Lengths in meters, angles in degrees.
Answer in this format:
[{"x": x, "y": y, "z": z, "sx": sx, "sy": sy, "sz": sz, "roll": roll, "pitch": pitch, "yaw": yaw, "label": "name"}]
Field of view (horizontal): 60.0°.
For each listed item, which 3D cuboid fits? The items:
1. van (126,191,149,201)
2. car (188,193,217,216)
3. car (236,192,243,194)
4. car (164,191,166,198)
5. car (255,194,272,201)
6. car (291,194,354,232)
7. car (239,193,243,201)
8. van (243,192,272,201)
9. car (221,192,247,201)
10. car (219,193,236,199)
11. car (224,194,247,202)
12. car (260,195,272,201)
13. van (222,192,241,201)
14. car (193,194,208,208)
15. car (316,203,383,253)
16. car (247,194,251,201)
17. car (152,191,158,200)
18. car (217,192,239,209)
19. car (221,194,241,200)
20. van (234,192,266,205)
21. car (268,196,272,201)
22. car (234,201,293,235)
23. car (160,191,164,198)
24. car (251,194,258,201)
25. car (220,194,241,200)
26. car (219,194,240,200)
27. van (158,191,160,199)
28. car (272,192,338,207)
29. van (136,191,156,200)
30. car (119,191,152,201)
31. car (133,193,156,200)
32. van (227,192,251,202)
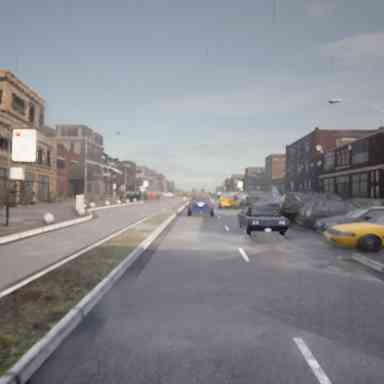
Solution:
[{"x": -11.089, "y": 0.837, "z": 67.796, "sx": 4.442, "sy": 1.987, "sz": 1.878, "roll": 1, "pitch": 0, "yaw": 2, "label": "van"}, {"x": 0.759, "y": 1.020, "z": 28.205, "sx": 2.097, "sy": 1.767, "sz": 4.553, "roll": 1, "pitch": 0, "yaw": 2, "label": "car"}, {"x": 8.754, "y": 0.947, "z": 45.312, "sx": 5.566, "sy": 2.045, "sz": 2.435, "roll": 1, "pitch": 0, "yaw": 1, "label": "car"}, {"x": -10.474, "y": 1.042, "z": 92.803, "sx": 5.008, "sy": 1.535, "sz": 2.097, "roll": 1, "pitch": 0, "yaw": 2, "label": "car"}, {"x": 8.355, "y": 1.225, "z": 28.777, "sx": 4.892, "sy": 1.521, "sz": 2.231, "roll": 1, "pitch": 0, "yaw": 1, "label": "car"}, {"x": 8.030, "y": 1.188, "z": 17.758, "sx": 4.553, "sy": 1.767, "sz": 2.185, "roll": 1, "pitch": 1, "yaw": 1, "label": "car"}, {"x": 8.710, "y": 1.234, "z": 42.553, "sx": 4.674, "sy": 1.452, "sz": 2.002, "roll": 1, "pitch": 0, "yaw": 1, "label": "car"}, {"x": 8.751, "y": 0.968, "z": 39.673, "sx": 4.442, "sy": 1.987, "sz": 1.878, "roll": 1, "pitch": 0, "yaw": 2, "label": "van"}, {"x": 9.543, "y": 1.039, "z": 75.634, "sx": 5.566, "sy": 2.045, "sz": 2.435, "roll": 1, "pitch": 0, "yaw": 1, "label": "car"}, {"x": 10.041, "y": 1.130, "z": 94.936, "sx": 4.553, "sy": 1.767, "sz": 2.185, "roll": 1, "pitch": 0, "yaw": 1, "label": "car"}, {"x": 9.467, "y": 1.318, "z": 72.878, "sx": 4.792, "sy": 1.488, "sz": 2.163, "roll": 1, "pitch": 0, "yaw": 1, "label": "car"}, {"x": 8.272, "y": 1.241, "z": 26.022, "sx": 5.008, "sy": 1.535, "sz": 2.097, "roll": 1, "pitch": 0, "yaw": 1, "label": "car"}, {"x": 9.598, "y": 1.061, "z": 81.151, "sx": 4.442, "sy": 1.987, "sz": 1.878, "roll": 1, "pitch": 0, "yaw": 1, "label": "van"}, {"x": 1.146, "y": 1.111, "z": 43.134, "sx": 1.882, "sy": 1.535, "sz": 5.008, "roll": 1, "pitch": 0, "yaw": 2, "label": "car"}, {"x": 7.731, "y": 1.375, "z": 12.252, "sx": 5.366, "sy": 1.575, "sz": 1.946, "roll": 1, "pitch": 1, "yaw": 1, "label": "car"}, {"x": 8.463, "y": 1.230, "z": 34.289, "sx": 4.792, "sy": 1.488, "sz": 2.163, "roll": 1, "pitch": 0, "yaw": 1, "label": "car"}, {"x": -11.064, "y": 0.819, "z": 73.357, "sx": 5.566, "sy": 2.045, "sz": 2.435, "roll": 1, "pitch": 0, "yaw": 2, "label": "car"}, {"x": 4.081, "y": 1.142, "z": 39.443, "sx": 1.882, "sy": 1.535, "sz": 5.008, "roll": 1, "pitch": 0, "yaw": 2, "label": "car"}, {"x": 9.781, "y": 1.325, "z": 83.907, "sx": 4.674, "sy": 1.452, "sz": 2.002, "roll": 1, "pitch": 0, "yaw": 1, "label": "car"}, {"x": 8.809, "y": 0.991, "z": 50.824, "sx": 4.442, "sy": 1.987, "sz": 1.878, "roll": 1, "pitch": 0, "yaw": 1, "label": "van"}, {"x": 8.210, "y": 1.261, "z": 23.267, "sx": 5.008, "sy": 1.535, "sz": 2.097, "roll": 1, "pitch": 0, "yaw": 1, "label": "car"}, {"x": 3.504, "y": 1.394, "z": 17.213, "sx": 1.895, "sy": 1.301, "sz": 4.718, "roll": 1, "pitch": 1, "yaw": 1, "label": "car"}, {"x": -10.676, "y": 0.813, "z": 84.587, "sx": 5.566, "sy": 2.045, "sz": 2.435, "roll": 1, "pitch": 0, "yaw": 2, "label": "car"}, {"x": 8.428, "y": 1.212, "z": 31.533, "sx": 4.892, "sy": 1.521, "sz": 2.231, "roll": 1, "pitch": 0, "yaw": 1, "label": "car"}, {"x": 10.041, "y": 1.279, "z": 86.657, "sx": 5.366, "sy": 1.575, "sz": 1.946, "roll": 1, "pitch": 0, "yaw": 1, "label": "car"}, {"x": 10.113, "y": 1.272, "z": 89.416, "sx": 5.366, "sy": 1.575, "sz": 1.946, "roll": 1, "pitch": 0, "yaw": 1, "label": "car"}, {"x": -10.906, "y": 0.841, "z": 81.693, "sx": 4.442, "sy": 1.987, "sz": 1.878, "roll": 1, "pitch": 0, "yaw": 2, "label": "van"}, {"x": 8.165, "y": 1.035, "z": 20.509, "sx": 5.566, "sy": 2.045, "sz": 2.435, "roll": 1, "pitch": 1, "yaw": 1, "label": "car"}, {"x": -10.985, "y": 0.844, "z": 79.040, "sx": 4.442, "sy": 1.987, "sz": 1.878, "roll": 1, "pitch": 0, "yaw": 2, "label": "van"}, {"x": -11.320, "y": 0.803, "z": 65.025, "sx": 5.566, "sy": 2.045, "sz": 2.435, "roll": 1, "pitch": 0, "yaw": 2, "label": "car"}, {"x": -10.944, "y": 1.073, "z": 76.256, "sx": 4.892, "sy": 1.521, "sz": 2.231, "roll": 1, "pitch": 0, "yaw": 2, "label": "car"}, {"x": 9.472, "y": 1.057, "z": 67.357, "sx": 4.442, "sy": 1.987, "sz": 1.878, "roll": 1, "pitch": 0, "yaw": 1, "label": "van"}]
